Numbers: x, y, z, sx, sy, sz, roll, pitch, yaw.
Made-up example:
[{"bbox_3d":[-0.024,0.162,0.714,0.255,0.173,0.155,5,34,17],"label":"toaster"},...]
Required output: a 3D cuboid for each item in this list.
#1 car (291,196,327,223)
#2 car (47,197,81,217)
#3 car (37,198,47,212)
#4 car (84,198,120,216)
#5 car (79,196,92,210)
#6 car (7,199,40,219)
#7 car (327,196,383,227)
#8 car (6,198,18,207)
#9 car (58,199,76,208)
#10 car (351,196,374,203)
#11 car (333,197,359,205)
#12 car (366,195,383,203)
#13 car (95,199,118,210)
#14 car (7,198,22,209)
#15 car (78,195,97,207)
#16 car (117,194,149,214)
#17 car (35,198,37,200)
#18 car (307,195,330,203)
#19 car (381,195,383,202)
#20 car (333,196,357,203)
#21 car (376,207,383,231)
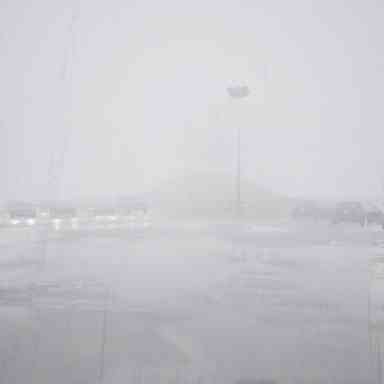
[{"bbox_3d":[9.788,1.373,26.316,4.553,1.767,2.097,0,0,-45],"label":"car"},{"bbox_3d":[-12.500,1.534,32.225,1.882,1.535,5.008,0,0,-30],"label":"car"},{"bbox_3d":[-17.545,1.674,40.955,1.895,1.301,4.718,0,0,-30],"label":"car"},{"bbox_3d":[-9.124,1.617,33.384,1.994,1.385,4.181,0,0,-30],"label":"car"},{"bbox_3d":[-14.034,1.422,41.883,2.097,1.767,4.553,0,0,-30],"label":"car"},{"bbox_3d":[-15.221,1.620,29.933,1.994,1.385,4.181,0,0,-30],"label":"car"},{"bbox_3d":[11.594,1.367,23.187,4.553,1.767,2.097,0,0,-45],"label":"car"},{"bbox_3d":[-20.223,1.637,38.566,1.994,1.385,4.181,0,0,-31],"label":"car"},{"bbox_3d":[-19.052,1.687,50.602,1.895,1.301,4.718,0,0,-30],"label":"car"},{"bbox_3d":[34.689,1.573,67.821,1.895,1.301,4.718,0,0,-8],"label":"car"},{"bbox_3d":[28.090,1.589,60.849,2.033,1.411,5.357,0,0,-1],"label":"car"},{"bbox_3d":[38.170,1.443,68.197,1.882,1.535,5.008,0,0,-8],"label":"car"},{"bbox_3d":[-11.510,1.634,44.533,1.994,1.385,4.181,0,0,-30],"label":"car"},{"bbox_3d":[-26.061,1.619,48.730,1.812,1.442,4.674,0,0,-30],"label":"car"},{"bbox_3d":[-17.164,1.441,54.344,2.097,1.767,4.553,0,0,-30],"label":"car"},{"bbox_3d":[-6.554,1.275,35.958,2.150,2.045,5.566,0,0,-30],"label":"car"},{"bbox_3d":[-23.765,1.641,51.781,2.033,1.411,5.357,0,0,-30],"label":"car"},{"bbox_3d":[26.942,1.532,71.068,1.882,1.535,5.008,0,0,-15],"label":"car"},{"bbox_3d":[41.646,1.432,68.602,1.882,1.535,5.008,0,0,-8],"label":"car"},{"bbox_3d":[31.151,1.587,67.828,1.895,1.301,4.718,0,0,-12],"label":"car"},{"bbox_3d":[12.642,1.573,19.306,4.181,1.385,1.994,0,0,-44],"label":"car"}]
